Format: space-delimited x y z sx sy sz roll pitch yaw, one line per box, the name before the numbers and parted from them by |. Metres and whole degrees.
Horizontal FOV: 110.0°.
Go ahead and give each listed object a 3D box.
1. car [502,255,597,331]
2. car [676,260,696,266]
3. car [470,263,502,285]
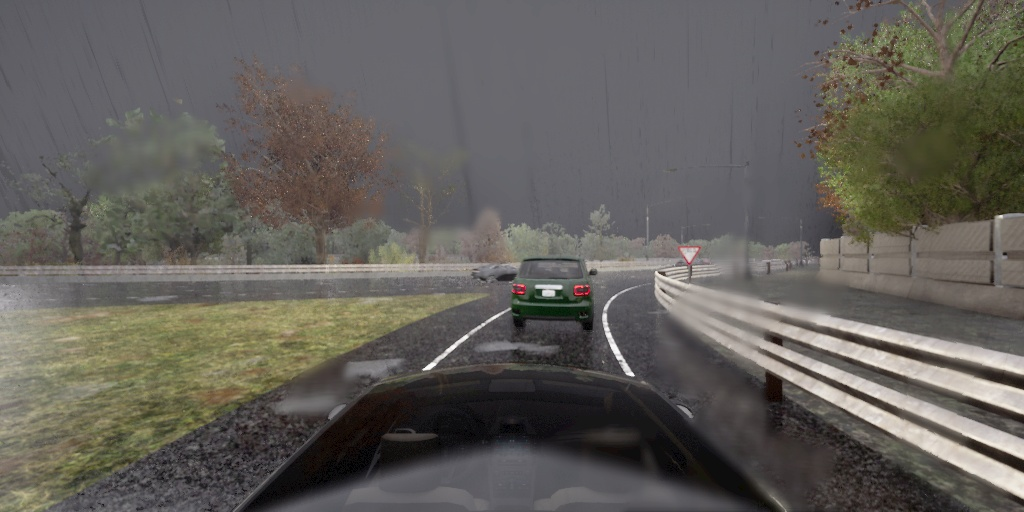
car | 1.456 0.987 11.291 2.150 2.045 5.566 0 0 12
car | 26.633 1.333 54.852 1.837 1.490 4.892 1 0 44
car | -0.618 1.277 26.165 4.902 1.511 2.128 0 0 -27
